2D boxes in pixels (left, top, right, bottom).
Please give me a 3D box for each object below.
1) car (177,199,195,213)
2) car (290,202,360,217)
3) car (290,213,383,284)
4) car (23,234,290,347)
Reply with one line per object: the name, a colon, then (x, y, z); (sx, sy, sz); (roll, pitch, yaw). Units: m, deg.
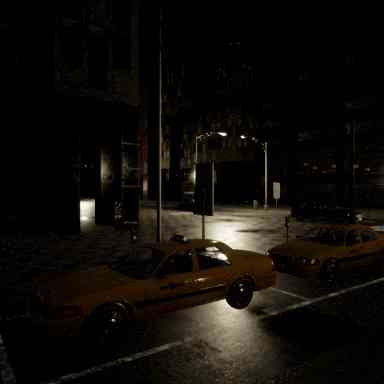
car: (0.208, 1.475, 35.366); (1.994, 1.385, 4.181); (0, 0, -36)
car: (9.187, 1.450, 22.988); (2.128, 1.511, 4.902); (0, 0, -37)
car: (4.099, 1.526, 9.548); (4.829, 1.417, 1.752); (0, 0, -35)
car: (-0.468, 1.525, 6.305); (4.829, 1.417, 1.752); (0, 0, -35)
